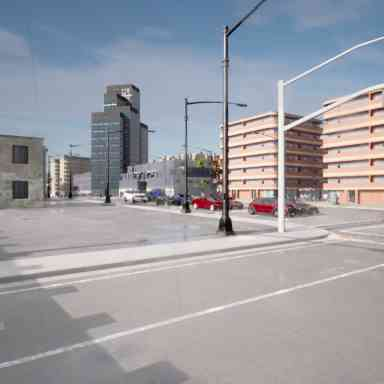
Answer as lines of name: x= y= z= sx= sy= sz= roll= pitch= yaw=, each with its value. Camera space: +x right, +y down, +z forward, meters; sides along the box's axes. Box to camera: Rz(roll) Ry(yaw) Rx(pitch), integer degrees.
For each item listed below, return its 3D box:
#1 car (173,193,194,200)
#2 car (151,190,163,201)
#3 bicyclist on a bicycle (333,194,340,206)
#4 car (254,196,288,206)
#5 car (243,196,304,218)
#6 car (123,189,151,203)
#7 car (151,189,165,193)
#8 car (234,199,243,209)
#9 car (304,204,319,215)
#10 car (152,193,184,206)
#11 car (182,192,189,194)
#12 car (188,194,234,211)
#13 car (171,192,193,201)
car: x=-1.729 y=0.874 z=67.352 sx=1.895 sy=1.301 sz=4.718 roll=0 pitch=1 yaw=-34
car: x=-7.294 y=0.877 z=56.725 sx=1.837 sy=1.490 sz=4.892 roll=0 pitch=1 yaw=-34
bicyclist on a bicycle: x=19.984 y=1.094 z=45.971 sx=1.656 sy=1.620 sz=0.582 roll=0 pitch=1 yaw=-34
car: x=11.363 y=1.282 z=48.309 sx=1.895 sy=1.301 sz=4.718 roll=0 pitch=1 yaw=-34
car: x=7.115 y=1.231 z=29.382 sx=2.097 sy=1.767 sz=4.553 roll=0 pitch=1 yaw=-34
car: x=-9.121 y=0.627 z=53.177 sx=2.150 sy=2.045 sz=5.566 roll=0 pitch=1 yaw=-33
car: x=-7.565 y=0.334 z=69.601 sx=2.150 sy=2.045 sz=5.566 roll=0 pitch=1 yaw=-34
car: x=4.148 y=1.256 z=39.910 sx=1.812 sy=1.442 sz=4.674 roll=0 pitch=1 yaw=-34
car: x=9.496 y=1.413 z=32.090 sx=2.033 sy=1.411 sz=5.357 roll=0 pitch=1 yaw=-35
car: x=-3.156 y=1.157 z=44.400 sx=1.994 sy=1.385 sz=4.181 roll=0 pitch=1 yaw=-34
car: x=-1.500 y=1.080 z=48.186 sx=1.812 sy=1.442 sz=4.674 roll=0 pitch=1 yaw=-34
car: x=1.968 y=1.229 z=36.891 sx=1.882 sy=1.535 sz=5.008 roll=0 pitch=1 yaw=-34
car: x=-1.907 y=0.862 z=61.431 sx=1.837 sy=1.490 sz=4.892 roll=0 pitch=1 yaw=-34
